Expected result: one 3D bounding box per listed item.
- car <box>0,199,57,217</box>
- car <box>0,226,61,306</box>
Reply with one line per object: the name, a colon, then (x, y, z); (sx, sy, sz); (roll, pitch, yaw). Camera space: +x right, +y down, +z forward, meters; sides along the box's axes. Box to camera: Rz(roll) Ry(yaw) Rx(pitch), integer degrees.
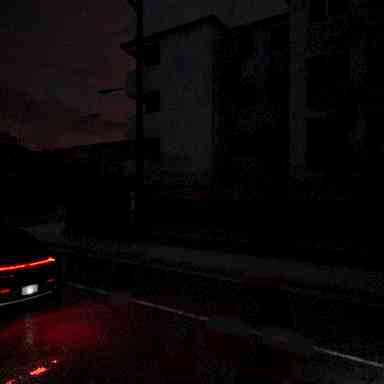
car: (-14.686, 1.309, 29.331); (2.033, 1.411, 5.357); (0, 1, 32)
car: (-4.888, 1.503, 7.361); (4.892, 1.490, 1.837); (0, 0, 35)
